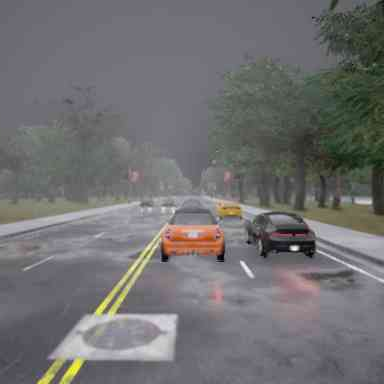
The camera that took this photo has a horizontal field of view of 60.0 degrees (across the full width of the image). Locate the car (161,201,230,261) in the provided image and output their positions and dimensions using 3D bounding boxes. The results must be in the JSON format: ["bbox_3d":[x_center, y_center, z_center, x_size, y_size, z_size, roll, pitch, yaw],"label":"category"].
[{"bbox_3d":[0.039,1.378,12.553,2.097,1.767,4.553,0,0,0],"label":"car"}]

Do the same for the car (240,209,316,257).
[{"bbox_3d":[3.289,1.534,13.057,1.837,1.490,4.892,0,0,0],"label":"car"}]

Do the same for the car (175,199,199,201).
[{"bbox_3d":[-0.031,1.400,27.674,2.097,1.767,4.553,0,0,0],"label":"car"}]

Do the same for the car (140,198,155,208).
[{"bbox_3d":[-6.864,1.639,51.472,2.033,1.411,5.357,0,0,0],"label":"car"}]

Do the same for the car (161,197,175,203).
[{"bbox_3d":[-3.618,1.599,51.924,1.837,1.490,4.892,0,-1,0],"label":"car"}]

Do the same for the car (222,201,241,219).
[{"bbox_3d":[3.218,1.529,29.487,1.882,1.535,5.008,0,0,0],"label":"car"}]
